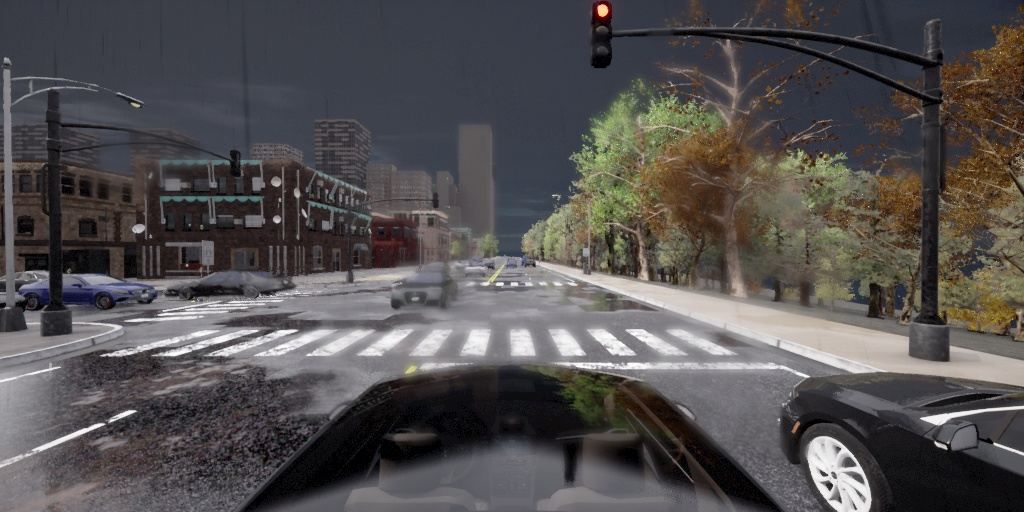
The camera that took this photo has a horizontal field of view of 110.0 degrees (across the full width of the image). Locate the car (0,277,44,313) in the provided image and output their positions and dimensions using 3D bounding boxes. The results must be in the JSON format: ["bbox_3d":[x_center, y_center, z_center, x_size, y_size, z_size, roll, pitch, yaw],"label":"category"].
[{"bbox_3d":[-19.974,1.564,12.606,4.313,1.339,1.948,0,0,0],"label":"car"}]

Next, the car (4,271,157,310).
[{"bbox_3d":[-18.096,1.475,15.346,4.674,1.442,1.812,-1,1,-1],"label":"car"}]

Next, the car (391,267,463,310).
[{"bbox_3d":[-3.382,1.311,14.543,1.994,1.385,4.181,0,0,0],"label":"car"}]

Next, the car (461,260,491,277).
[{"bbox_3d":[-3.433,1.340,35.028,1.895,1.301,4.718,0,0,0],"label":"car"}]

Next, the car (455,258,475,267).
[{"bbox_3d":[-6.716,1.333,50.042,1.895,1.301,4.718,0,0,0],"label":"car"}]

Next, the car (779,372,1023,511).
[{"bbox_3d":[3.366,1.255,1.232,1.837,1.490,4.892,0,0,-2],"label":"car"}]

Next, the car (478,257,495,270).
[{"bbox_3d":[-3.470,1.279,53.009,2.033,1.411,5.357,0,0,0],"label":"car"}]

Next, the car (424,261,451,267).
[{"bbox_3d":[-6.677,1.245,32.372,1.837,1.490,4.892,0,0,0],"label":"car"}]

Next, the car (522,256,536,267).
[{"bbox_3d":[3.197,1.231,63.632,1.837,1.490,4.892,0,0,0],"label":"car"}]

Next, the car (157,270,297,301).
[{"bbox_3d":[-13.847,1.412,17.899,5.357,1.411,2.033,-1,1,-3],"label":"car"}]

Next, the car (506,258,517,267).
[{"bbox_3d":[-0.053,1.273,63.930,2.033,1.411,5.357,0,0,0],"label":"car"}]
